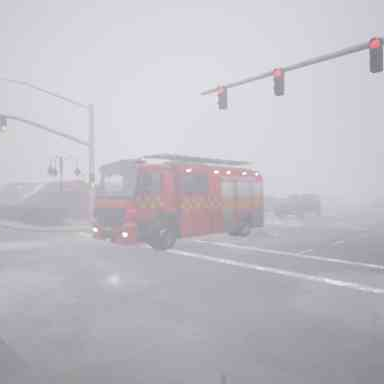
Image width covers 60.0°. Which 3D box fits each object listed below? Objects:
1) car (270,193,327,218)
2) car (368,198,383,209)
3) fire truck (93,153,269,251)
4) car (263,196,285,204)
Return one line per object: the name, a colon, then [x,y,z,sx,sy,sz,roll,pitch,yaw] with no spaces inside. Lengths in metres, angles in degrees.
car: [9.732,1.224,30.120,5.566,2.045,2.150,0,0,-44]
car: [25.953,1.493,45.825,4.674,1.442,1.812,0,0,-44]
fire truck: [-0.144,0.352,15.489,8.468,3.827,2.891,0,0,-44]
car: [16.393,1.540,66.896,1.970,1.475,3.806,0,0,-44]
